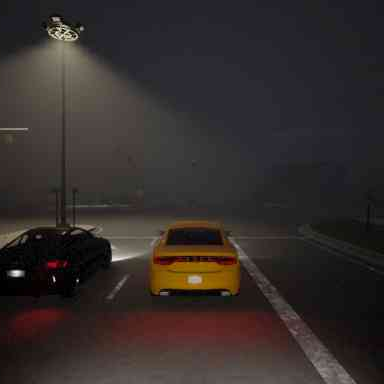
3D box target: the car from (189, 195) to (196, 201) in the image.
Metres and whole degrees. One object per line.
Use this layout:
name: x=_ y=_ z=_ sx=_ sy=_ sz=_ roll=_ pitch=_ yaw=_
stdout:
car: x=0.111 y=1.491 z=87.057 sx=1.837 sy=1.490 sz=4.892 roll=0 pitch=0 yaw=0

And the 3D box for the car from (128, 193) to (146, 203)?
car: x=-11.412 y=1.352 z=68.725 sx=2.097 sy=1.767 sz=4.553 roll=0 pitch=0 yaw=0

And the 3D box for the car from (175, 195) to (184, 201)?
car: x=-3.388 y=1.517 z=87.478 sx=1.812 sy=1.442 sz=4.674 roll=0 pitch=0 yaw=0

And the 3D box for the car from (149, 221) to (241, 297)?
car: x=0.076 y=1.478 z=8.651 sx=1.882 sy=1.535 sz=5.008 roll=0 pitch=0 yaw=0

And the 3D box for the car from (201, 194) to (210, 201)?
car: x=3.612 y=1.588 z=87.499 sx=1.895 sy=1.301 sz=4.718 roll=0 pitch=0 yaw=0

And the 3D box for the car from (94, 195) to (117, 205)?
car: x=-15.003 y=1.564 z=57.764 sx=1.994 sy=1.385 sz=4.181 roll=0 pitch=0 yaw=0

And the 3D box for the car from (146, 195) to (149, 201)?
car: x=-11.398 y=1.500 z=79.923 sx=1.837 sy=1.490 sz=4.892 roll=0 pitch=0 yaw=0

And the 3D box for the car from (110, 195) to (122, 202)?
car: x=-18.397 y=1.500 z=80.909 sx=1.837 sy=1.490 sz=4.892 roll=0 pitch=0 yaw=0

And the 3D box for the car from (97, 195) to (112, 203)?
car: x=-18.411 y=1.500 z=69.897 sx=1.837 sy=1.490 sz=4.892 roll=0 pitch=0 yaw=0

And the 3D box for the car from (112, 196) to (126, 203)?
car: x=-14.913 y=1.504 z=68.031 sx=1.837 sy=1.490 sz=4.892 roll=0 pitch=0 yaw=0

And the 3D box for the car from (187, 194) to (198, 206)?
car: x=0.072 y=1.526 z=56.447 sx=1.812 sy=1.442 sz=4.674 roll=0 pitch=0 yaw=0

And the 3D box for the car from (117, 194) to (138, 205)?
car: x=-11.499 y=1.547 z=58.964 sx=2.033 sy=1.411 sz=5.357 roll=0 pitch=0 yaw=0

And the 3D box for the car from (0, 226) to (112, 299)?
car: x=-3.425 y=1.564 z=8.522 sx=1.994 sy=1.385 sz=4.181 roll=0 pitch=0 yaw=0

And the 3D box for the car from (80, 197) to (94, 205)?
car: x=-18.484 y=1.601 z=59.747 sx=1.895 sy=1.301 sz=4.718 roll=0 pitch=0 yaw=0
